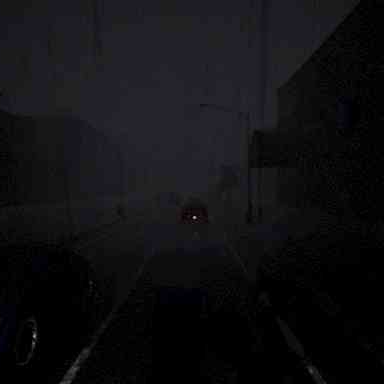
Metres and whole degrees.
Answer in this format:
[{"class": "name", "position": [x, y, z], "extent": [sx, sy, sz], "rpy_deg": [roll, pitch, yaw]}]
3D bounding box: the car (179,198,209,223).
[{"class": "car", "position": [0.193, 1.440, 24.779], "extent": [1.837, 1.490, 4.892], "rpy_deg": [0, 1, 0]}]

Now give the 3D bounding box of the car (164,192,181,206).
[{"class": "car", "position": [-2.885, 0.993, 49.530], "extent": [2.150, 2.045, 5.566], "rpy_deg": [0, 2, 1]}]

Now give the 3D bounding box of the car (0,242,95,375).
[{"class": "car", "position": [-3.083, 1.563, 5.476], "extent": [1.994, 1.385, 4.181], "rpy_deg": [0, 0, 0]}]
